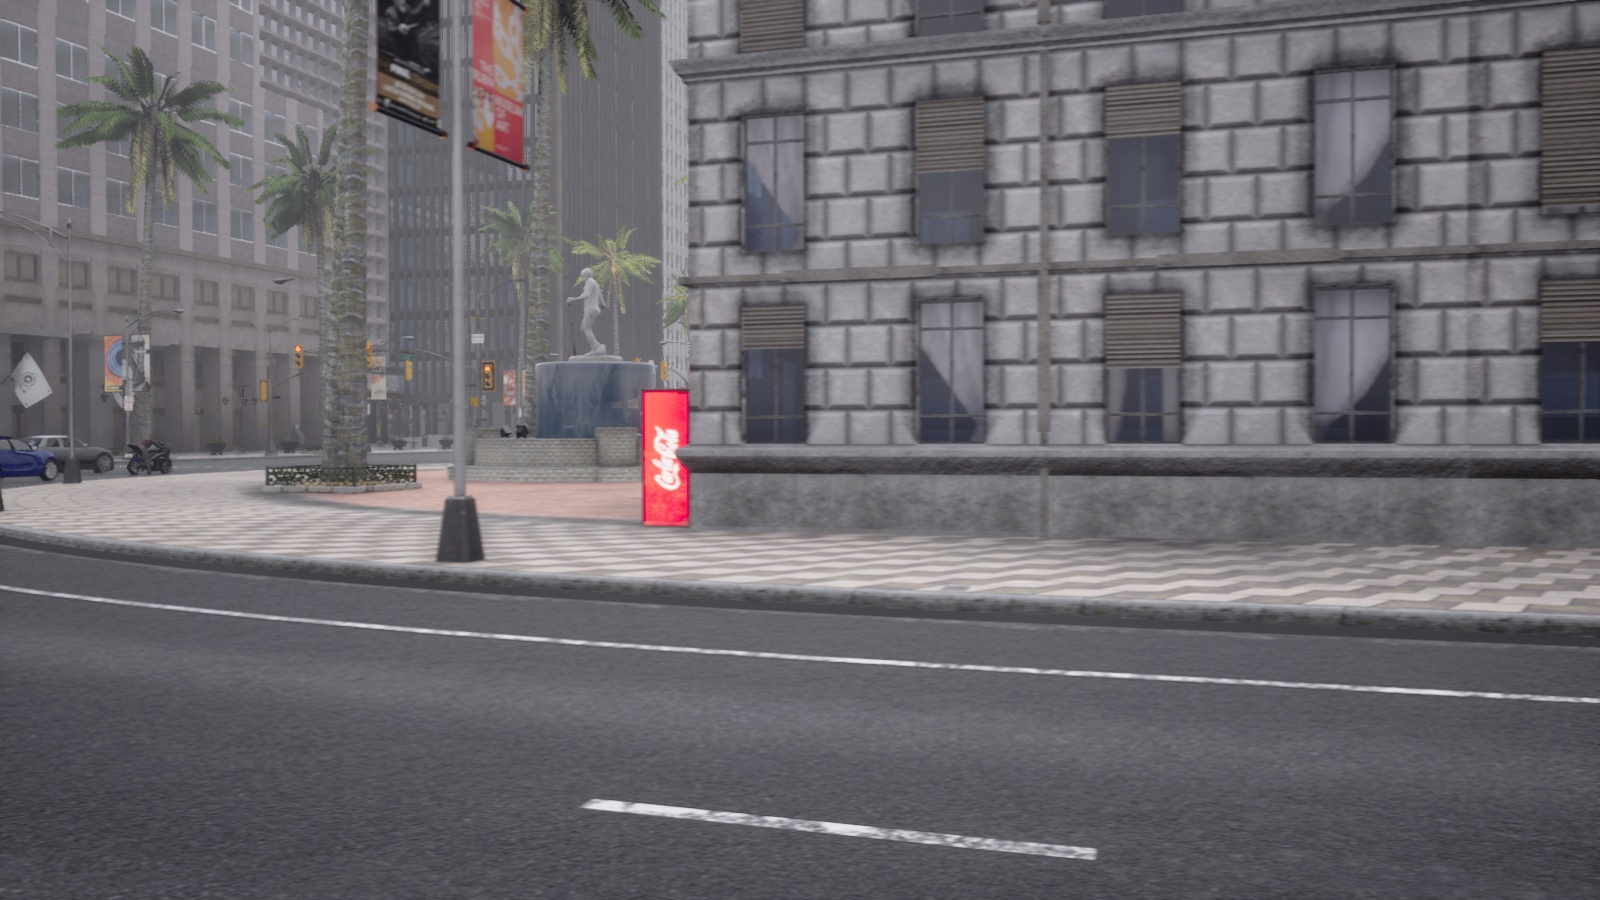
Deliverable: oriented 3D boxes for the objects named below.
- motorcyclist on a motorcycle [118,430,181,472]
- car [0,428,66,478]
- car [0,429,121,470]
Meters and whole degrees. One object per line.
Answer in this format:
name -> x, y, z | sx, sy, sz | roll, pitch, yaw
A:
motorcyclist on a motorcycle -> -24.416, 0.024, 47.161 | 0.866, 1.530, 2.191 | 0, 1, 14
car -> -25.489, 0.081, 39.605 | 1.882, 1.535, 5.008 | 0, 1, -2
car -> -27.903, -0.064, 47.441 | 1.970, 1.475, 3.806 | 0, 1, 12
